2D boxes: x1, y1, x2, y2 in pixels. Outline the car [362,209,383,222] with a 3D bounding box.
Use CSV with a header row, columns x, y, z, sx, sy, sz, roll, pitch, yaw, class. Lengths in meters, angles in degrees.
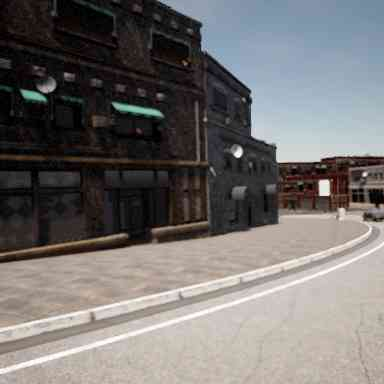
x,y,z,sx,sy,sz,roll,pitch,yaw,class
20.060,2.502,36.036,2.033,1.411,5.357,-2,-3,13,car
